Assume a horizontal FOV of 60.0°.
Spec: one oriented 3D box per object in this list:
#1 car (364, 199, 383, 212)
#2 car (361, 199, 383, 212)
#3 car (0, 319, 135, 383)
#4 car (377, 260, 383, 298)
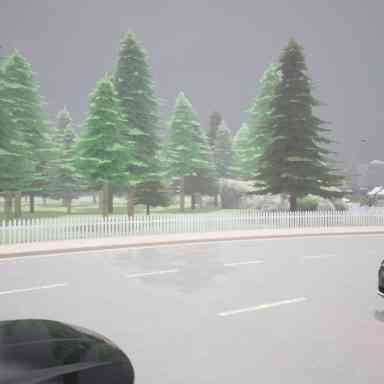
[{"bbox_3d":[19.910,1.619,36.072,1.994,1.385,4.181,0,0,-3],"label":"car"},{"bbox_3d":[23.111,1.581,41.123,1.812,1.442,4.674,0,0,-3],"label":"car"},{"bbox_3d":[-2.678,1.478,1.653,5.008,1.535,1.882,0,0,-36],"label":"car"},{"bbox_3d":[5.680,1.492,6.134,4.902,1.511,2.128,0,0,-23],"label":"car"}]
